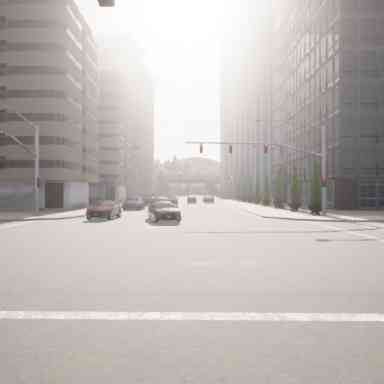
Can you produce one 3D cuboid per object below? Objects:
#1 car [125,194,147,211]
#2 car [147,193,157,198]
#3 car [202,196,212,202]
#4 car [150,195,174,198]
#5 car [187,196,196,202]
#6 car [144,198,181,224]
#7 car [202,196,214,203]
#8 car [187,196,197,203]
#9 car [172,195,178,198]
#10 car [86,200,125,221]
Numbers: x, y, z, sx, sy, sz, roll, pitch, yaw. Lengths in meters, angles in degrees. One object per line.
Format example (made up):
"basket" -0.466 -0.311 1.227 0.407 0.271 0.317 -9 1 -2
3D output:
"car" -7.125 1.352 40.686 2.097 1.767 4.553 0 0 0
"car" -7.117 1.220 57.479 2.150 2.045 5.566 0 0 0
"car" 3.452 1.528 76.190 1.994 1.385 4.181 0 0 0
"car" -3.626 1.505 40.446 1.837 1.490 4.892 0 0 0
"car" -0.048 1.522 76.014 1.994 1.385 4.181 0 0 0
"car" -2.172 1.439 24.854 1.882 1.535 5.008 0 -1 -15
"car" 3.458 1.505 67.522 1.837 1.490 4.892 0 0 0
"car" -0.042 1.478 66.686 1.882 1.535 5.008 0 0 0
"car" -3.610 1.351 59.863 2.097 1.767 4.553 0 0 0
"car" -7.118 1.454 27.106 1.882 1.535 5.008 0 -1 0
